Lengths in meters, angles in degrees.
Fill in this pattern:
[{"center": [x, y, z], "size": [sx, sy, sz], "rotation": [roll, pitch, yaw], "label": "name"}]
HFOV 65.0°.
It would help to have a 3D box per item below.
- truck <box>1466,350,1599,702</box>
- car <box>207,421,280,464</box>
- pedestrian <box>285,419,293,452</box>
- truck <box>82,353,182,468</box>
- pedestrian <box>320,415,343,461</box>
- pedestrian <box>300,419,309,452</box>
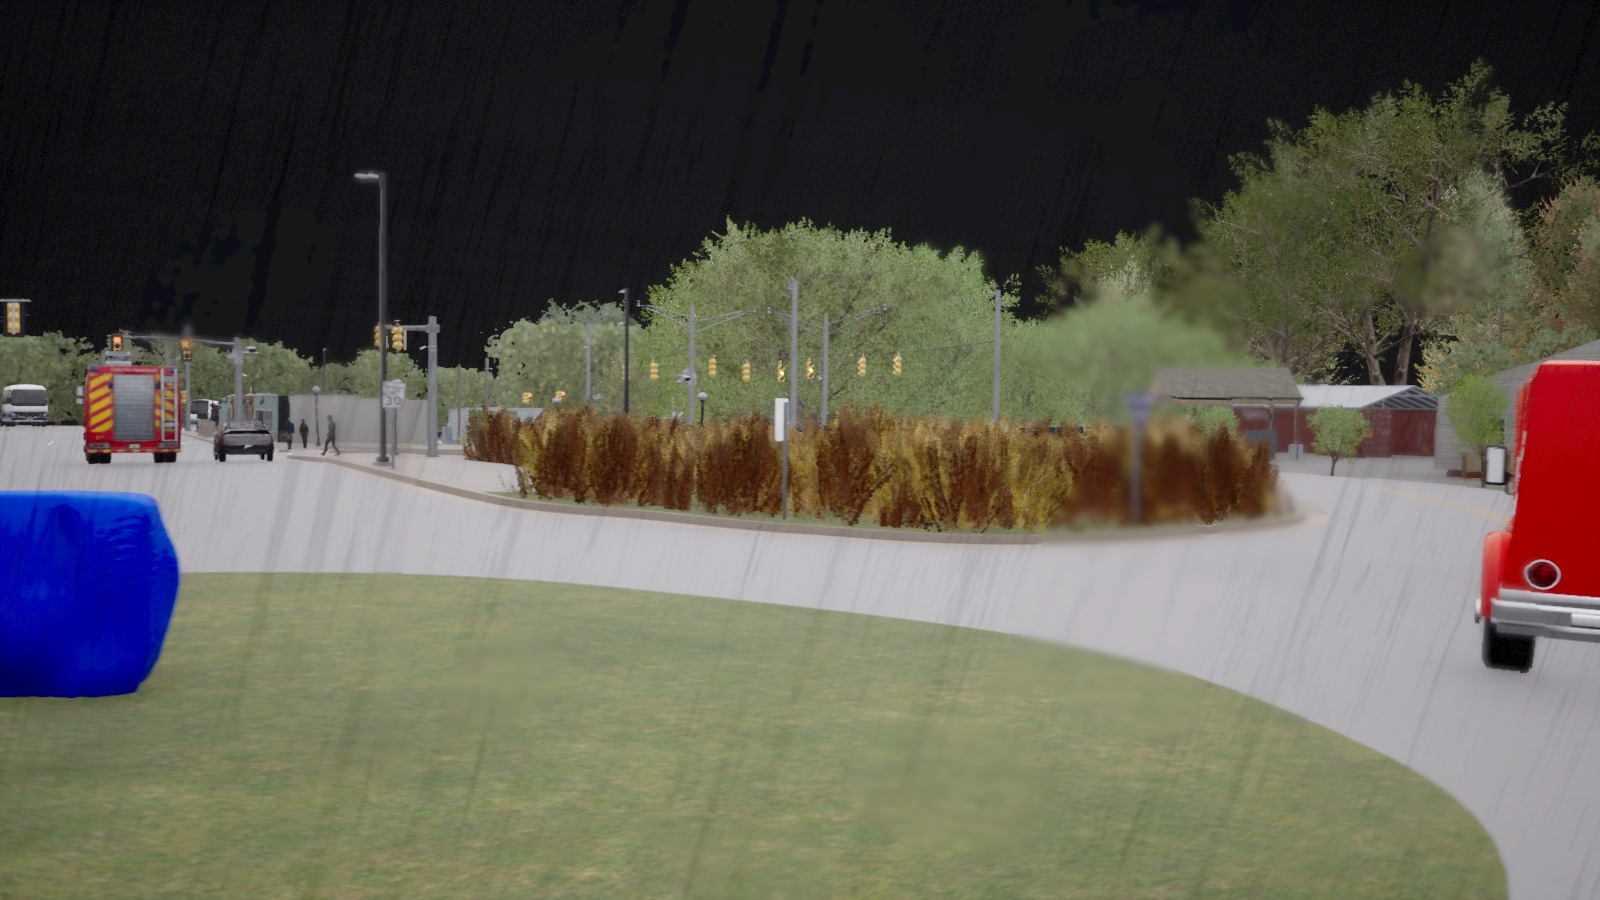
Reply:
[{"center": [7.325, 0.592, 10.869], "size": [2.627, 2.467, 5.204], "rotation": [3, 1, 28], "label": "truck"}, {"center": [-20.697, -0.290, 46.597], "size": [2.128, 1.511, 4.902], "rotation": [-1, 1, -28], "label": "car"}, {"center": [-28.240, -0.811, 69.413], "size": [0.402, 1.842, 0.726], "rotation": [-1, 3, -23], "label": "pedestrian"}, {"center": [-24.617, -1.365, 46.034], "size": [2.891, 3.827, 8.468], "rotation": [-1, 1, -30], "label": "truck"}, {"center": [-20.006, -0.526, 53.624], "size": [0.788, 1.949, 0.423], "rotation": [0, 2, -1], "label": "pedestrian"}, {"center": [-29.685, -0.861, 75.217], "size": [0.395, 1.930, 0.692], "rotation": [-1, 3, -25], "label": "pedestrian"}]
